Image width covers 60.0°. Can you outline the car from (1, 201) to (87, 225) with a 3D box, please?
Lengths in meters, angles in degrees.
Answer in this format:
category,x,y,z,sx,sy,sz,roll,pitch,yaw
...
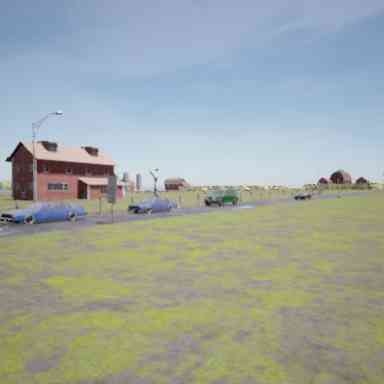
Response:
category,x,y,z,sx,sy,sz,roll,pitch,yaw
car,-9.764,1.321,22.457,2.033,1.411,5.357,1,1,37

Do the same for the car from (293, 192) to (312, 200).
category,x,y,z,sx,sy,sz,roll,pitch,yaw
car,19.114,0.723,57.218,1.895,1.301,4.718,1,1,36

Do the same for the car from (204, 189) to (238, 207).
category,x,y,z,sx,sy,sz,roll,pitch,yaw
car,3.665,0.657,40.903,2.150,2.045,5.566,1,1,36

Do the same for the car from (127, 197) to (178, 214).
category,x,y,z,sx,sy,sz,roll,pitch,yaw
car,-3.522,1.166,31.011,2.033,1.411,5.357,1,1,36
